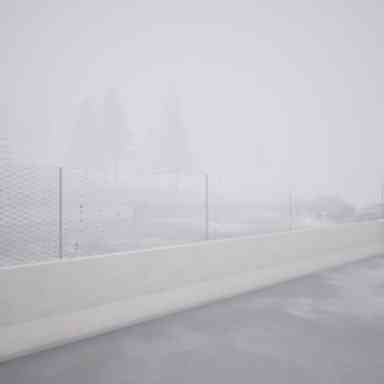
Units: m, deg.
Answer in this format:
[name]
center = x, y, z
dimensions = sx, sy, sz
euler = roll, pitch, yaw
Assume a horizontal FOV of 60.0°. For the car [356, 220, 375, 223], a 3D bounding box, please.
[car]
center = 13.794, 1.586, 24.684
dimensions = 4.674, 1.442, 1.812
euler = 0, 0, -43
